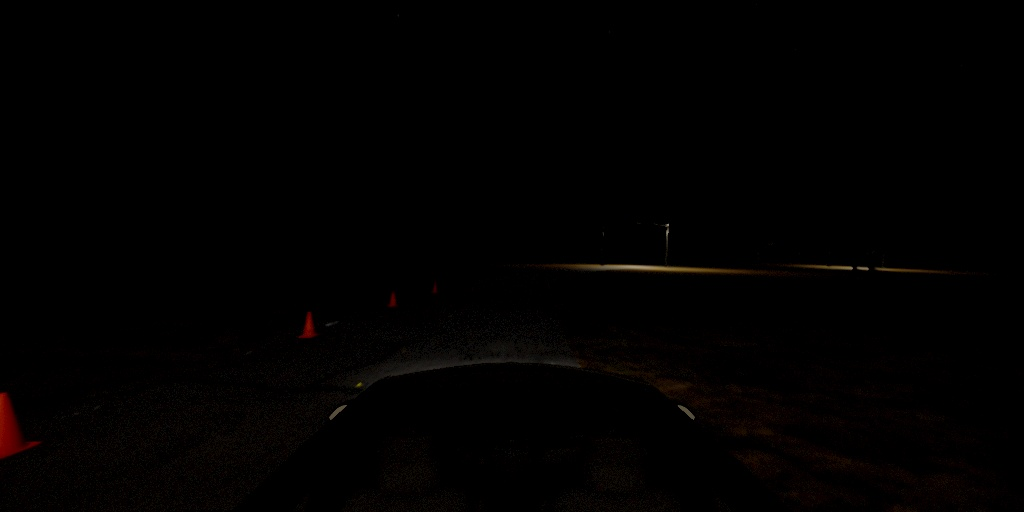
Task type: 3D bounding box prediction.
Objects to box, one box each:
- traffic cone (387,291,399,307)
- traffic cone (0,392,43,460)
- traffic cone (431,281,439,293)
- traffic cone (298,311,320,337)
[{"bbox_3d":[-4.565,1.630,13.752,0.340,0.580,0.340,0,0,5],"label":"traffic cone"},{"bbox_3d":[-5.020,1.642,3.544,0.340,0.580,0.340,0,0,0],"label":"traffic cone"},{"bbox_3d":[-4.039,1.629,18.834,0.340,0.580,0.340,0,0,7],"label":"traffic cone"},{"bbox_3d":[-4.893,1.635,8.653,0.340,0.580,0.340,0,0,3],"label":"traffic cone"}]
